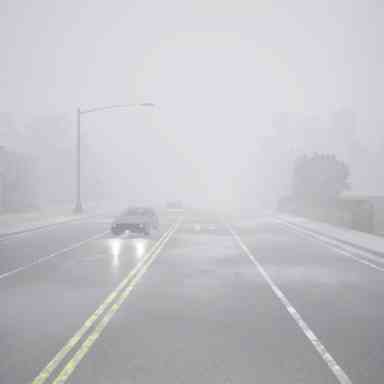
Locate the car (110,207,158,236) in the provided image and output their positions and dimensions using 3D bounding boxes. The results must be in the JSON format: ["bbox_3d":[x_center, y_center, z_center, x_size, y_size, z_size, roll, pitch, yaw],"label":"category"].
[{"bbox_3d":[-3.060,1.547,18.840,2.033,1.411,5.357,0,0,2],"label":"car"}]

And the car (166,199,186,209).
[{"bbox_3d":[-2.246,1.565,44.341,1.994,1.385,4.181,0,0,2],"label":"car"}]

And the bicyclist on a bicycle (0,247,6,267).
[{"bbox_3d":[-6.239,1.455,9.676,1.656,1.620,0.582,-2,0,2],"label":"bicyclist on a bicycle"}]

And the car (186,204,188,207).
[{"bbox_3d":[-1.652,2.999,62.200,1.837,1.490,4.892,0,-11,2],"label":"car"}]
